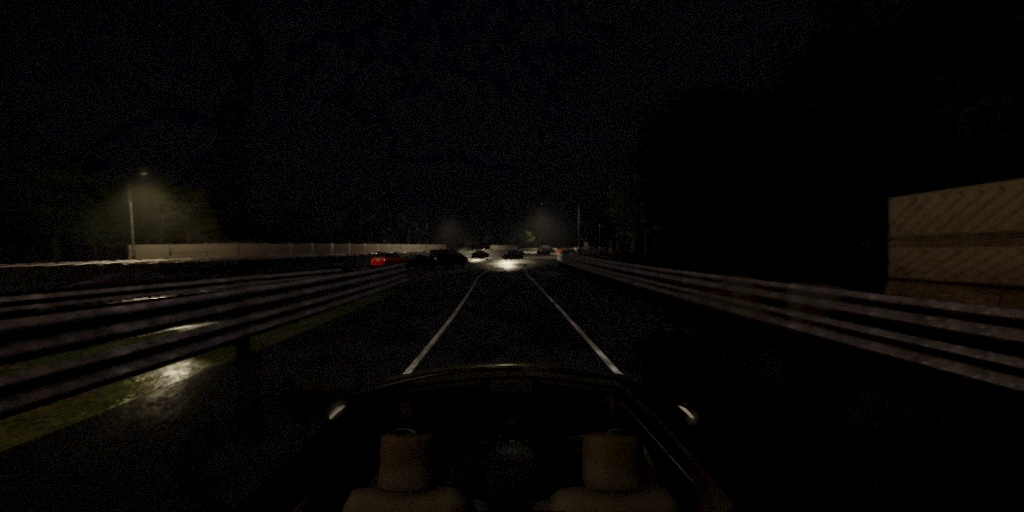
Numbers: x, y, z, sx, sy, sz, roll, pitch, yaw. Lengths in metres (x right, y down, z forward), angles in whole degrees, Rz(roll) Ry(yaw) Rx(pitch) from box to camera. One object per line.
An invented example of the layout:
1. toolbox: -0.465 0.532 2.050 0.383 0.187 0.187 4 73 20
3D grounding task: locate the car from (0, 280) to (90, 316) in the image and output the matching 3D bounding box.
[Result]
1. car: -15.481 1.534 9.715 1.895 1.301 4.718 0 2 18

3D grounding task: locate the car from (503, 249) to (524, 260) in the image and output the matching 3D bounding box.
1. car: 0.455 -0.287 60.258 2.097 1.767 4.553 0 2 17

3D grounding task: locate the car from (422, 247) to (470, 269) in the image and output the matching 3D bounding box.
1. car: -6.694 0.278 37.581 2.150 2.045 5.566 0 2 18

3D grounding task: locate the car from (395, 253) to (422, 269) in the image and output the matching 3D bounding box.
1. car: -10.041 0.544 38.613 1.882 1.535 5.008 0 2 18

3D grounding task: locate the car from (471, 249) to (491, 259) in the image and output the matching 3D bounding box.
1. car: -5.603 -0.205 64.323 1.882 1.535 5.008 0 2 18

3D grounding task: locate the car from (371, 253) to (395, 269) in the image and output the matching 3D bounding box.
1. car: -13.395 0.426 39.613 2.097 1.767 4.553 0 2 18

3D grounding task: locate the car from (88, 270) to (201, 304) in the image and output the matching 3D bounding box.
1. car: -17.026 1.325 16.454 1.994 1.385 4.181 0 2 18
